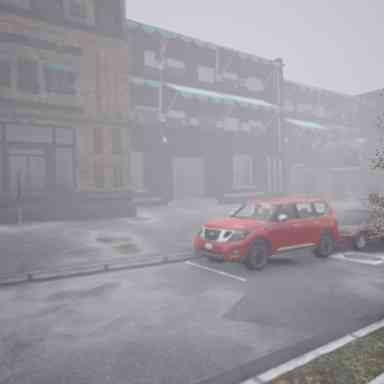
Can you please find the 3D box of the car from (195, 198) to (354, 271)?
[{"bbox_3d":[2.760,1.246,11.384,5.566,2.045,2.435,0,0,-35],"label":"car"}]

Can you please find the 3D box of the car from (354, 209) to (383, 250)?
[{"bbox_3d":[7.297,1.532,14.572,4.792,1.488,2.163,0,0,-35],"label":"car"}]
